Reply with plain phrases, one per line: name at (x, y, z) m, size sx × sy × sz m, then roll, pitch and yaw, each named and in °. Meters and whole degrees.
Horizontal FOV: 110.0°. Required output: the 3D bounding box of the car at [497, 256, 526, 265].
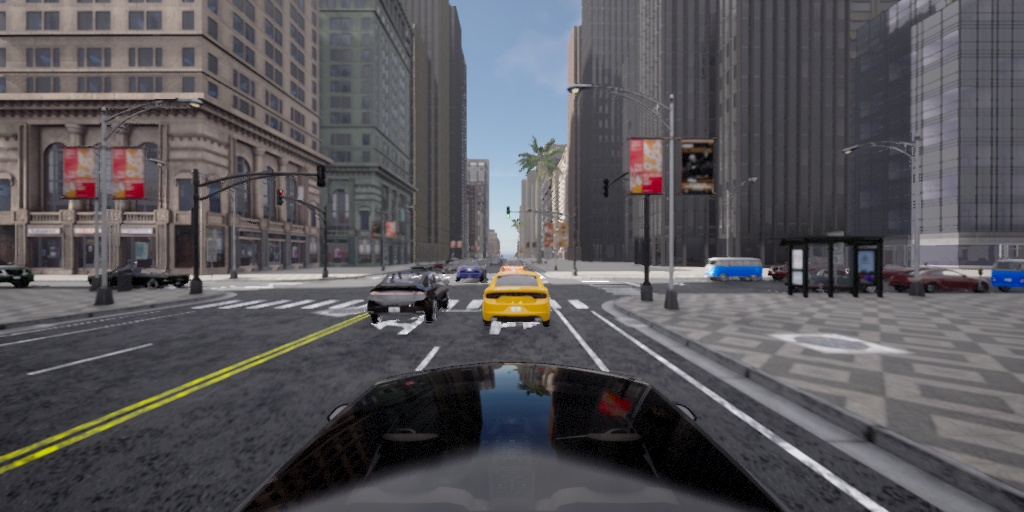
car at (0.100, 1.065, 28.910) m, size 2.097 × 1.767 × 4.553 m, roll 0°, pitch 0°, yaw 0°

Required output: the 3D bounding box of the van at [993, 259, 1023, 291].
van at (28.426, 1.057, 19.218) m, size 3.998 × 1.789 × 1.690 m, roll 0°, pitch 0°, yaw 0°

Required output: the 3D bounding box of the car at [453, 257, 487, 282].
car at (-3.151, 1.065, 28.848) m, size 2.097 × 1.767 × 4.553 m, roll 0°, pitch 0°, yaw 0°

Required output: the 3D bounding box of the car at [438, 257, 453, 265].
car at (-6.602, 1.203, 40.020) m, size 1.837 × 1.490 × 4.892 m, roll 0°, pitch 0°, yaw -1°

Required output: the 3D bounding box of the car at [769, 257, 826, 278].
car at (22.744, 0.998, 27.741) m, size 5.009 × 1.841 × 2.192 m, roll 0°, pitch 0°, yaw 0°

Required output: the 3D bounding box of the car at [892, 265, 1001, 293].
car at (22.749, 1.301, 19.216) m, size 4.207 × 1.307 × 1.802 m, roll 0°, pitch 0°, yaw 0°

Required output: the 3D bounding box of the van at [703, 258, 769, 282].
van at (17.067, 1.028, 27.740) m, size 3.998 × 1.789 × 1.690 m, roll 0°, pitch 0°, yaw 0°

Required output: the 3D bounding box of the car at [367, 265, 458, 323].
car at (-3.267, 1.227, 12.073) m, size 2.128 × 1.511 × 4.902 m, roll 0°, pitch 0°, yaw -2°

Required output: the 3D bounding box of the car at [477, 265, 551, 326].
car at (0.193, 1.214, 11.721) m, size 1.882 × 1.535 × 5.008 m, roll 0°, pitch 0°, yaw 2°

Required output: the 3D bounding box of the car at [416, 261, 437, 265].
car at (-9.847, 1.300, 39.334) m, size 1.895 × 1.301 × 4.718 m, roll 0°, pitch 0°, yaw -3°

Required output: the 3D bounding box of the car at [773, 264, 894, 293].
car at (17.071, 1.274, 19.215) m, size 4.403 × 1.370 × 2.007 m, roll 0°, pitch 0°, yaw 0°

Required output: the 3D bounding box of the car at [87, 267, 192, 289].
car at (-22.588, 1.347, 21.911) m, size 4.718 × 1.301 × 1.895 m, roll 0°, pitch 0°, yaw 0°

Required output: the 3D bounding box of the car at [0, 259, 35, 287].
car at (-33.061, 0.979, 21.964) m, size 5.566 × 2.045 × 2.150 m, roll 0°, pitch 0°, yaw 0°
